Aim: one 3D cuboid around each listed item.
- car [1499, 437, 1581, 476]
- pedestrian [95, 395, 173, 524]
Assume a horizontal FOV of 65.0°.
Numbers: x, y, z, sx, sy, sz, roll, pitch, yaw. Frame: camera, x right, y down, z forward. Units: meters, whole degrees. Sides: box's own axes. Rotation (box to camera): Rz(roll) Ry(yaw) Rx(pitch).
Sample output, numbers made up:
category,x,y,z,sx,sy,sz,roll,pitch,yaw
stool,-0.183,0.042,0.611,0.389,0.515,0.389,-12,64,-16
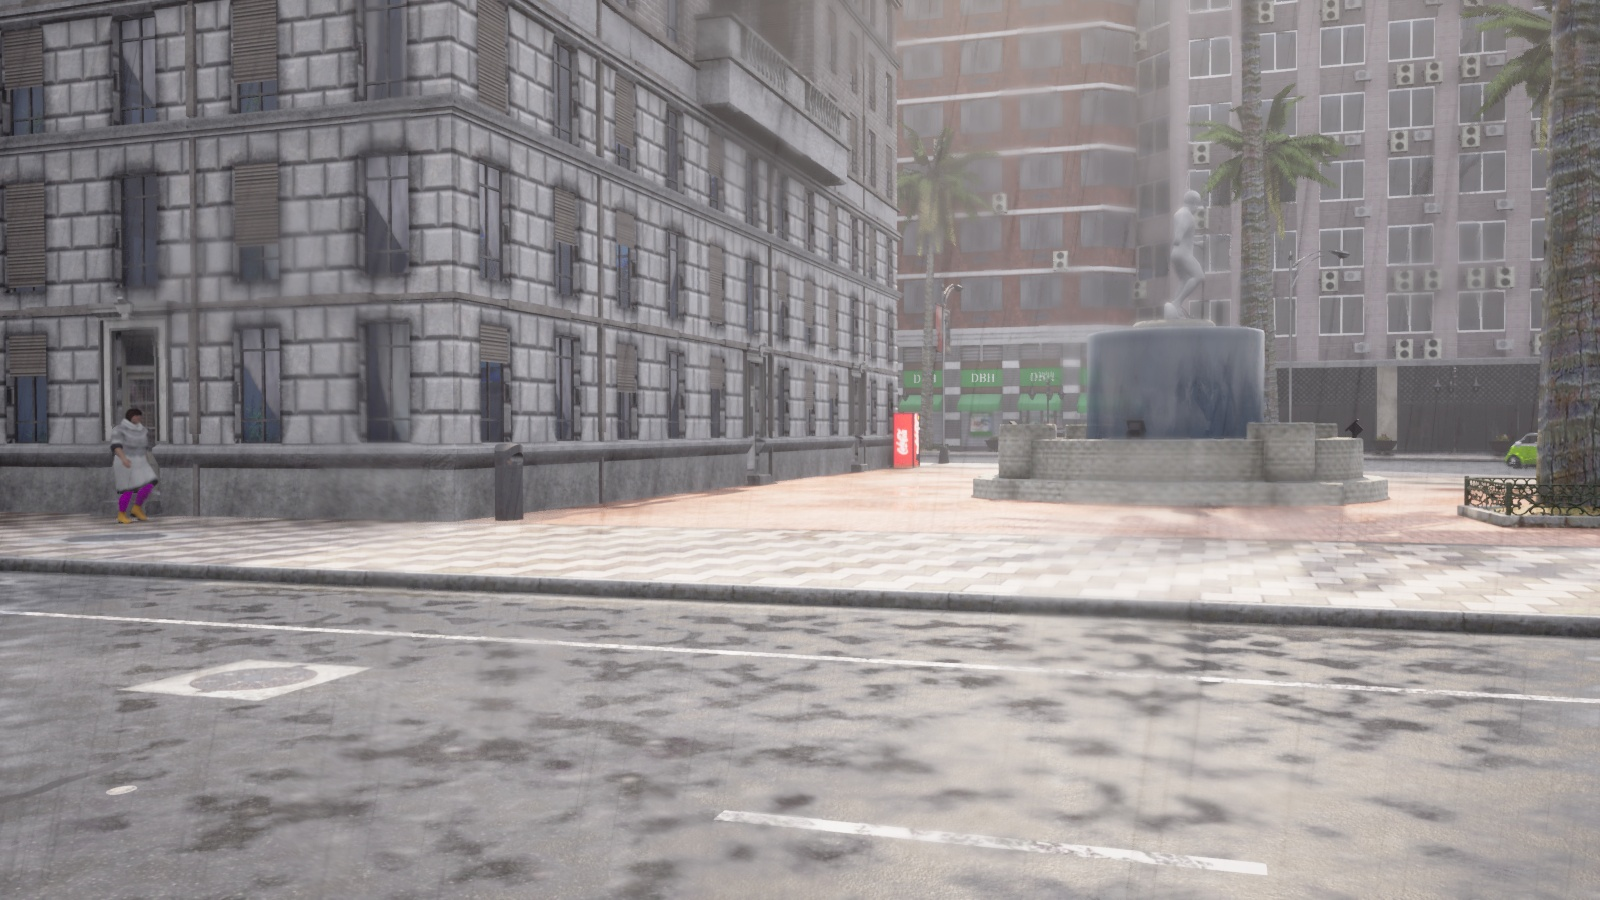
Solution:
category,x,y,z,sx,sy,sz,roll,pitch,yaw
car,27.978,0.226,47.517,1.481,1.376,2.207,0,1,-32
pedestrian,-10.346,0.132,19.515,0.873,1.952,0.659,1,1,24
